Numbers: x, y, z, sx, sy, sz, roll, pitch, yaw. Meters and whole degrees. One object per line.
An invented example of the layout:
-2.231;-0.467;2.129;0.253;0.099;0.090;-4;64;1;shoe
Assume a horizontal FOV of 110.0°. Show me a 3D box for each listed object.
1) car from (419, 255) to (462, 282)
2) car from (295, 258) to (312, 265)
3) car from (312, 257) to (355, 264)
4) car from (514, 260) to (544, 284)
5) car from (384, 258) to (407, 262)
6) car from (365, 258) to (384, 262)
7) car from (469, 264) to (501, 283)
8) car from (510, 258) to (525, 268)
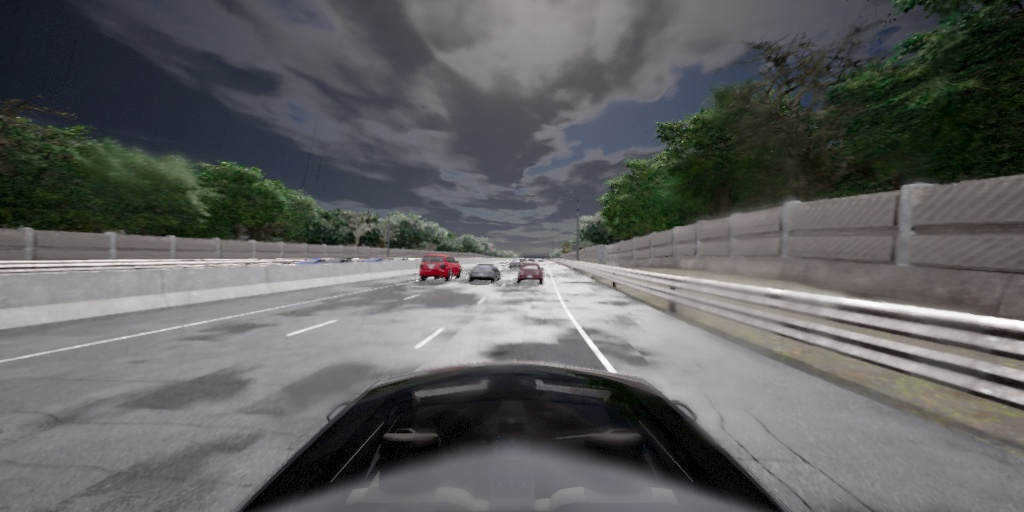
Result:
-5.526;0.911;28.222;2.150;2.045;5.566;1;0;5;car
-22.100;0.992;40.141;1.882;1.535;5.008;1;0;6;car
-18.734;0.902;38.543;2.097;1.767;4.553;1;0;5;car
1.437;1.289;27.543;1.812;1.442;4.674;1;0;5;car
-17.288;1.090;54.690;1.812;1.442;4.674;1;0;5;car
-20.808;1.006;54.685;1.882;1.535;5.008;1;1;6;car
-2.048;1.290;27.867;1.994;1.385;4.181;1;0;5;car
0.707;1.301;59.333;2.033;1.411;5.357;1;0;5;car
